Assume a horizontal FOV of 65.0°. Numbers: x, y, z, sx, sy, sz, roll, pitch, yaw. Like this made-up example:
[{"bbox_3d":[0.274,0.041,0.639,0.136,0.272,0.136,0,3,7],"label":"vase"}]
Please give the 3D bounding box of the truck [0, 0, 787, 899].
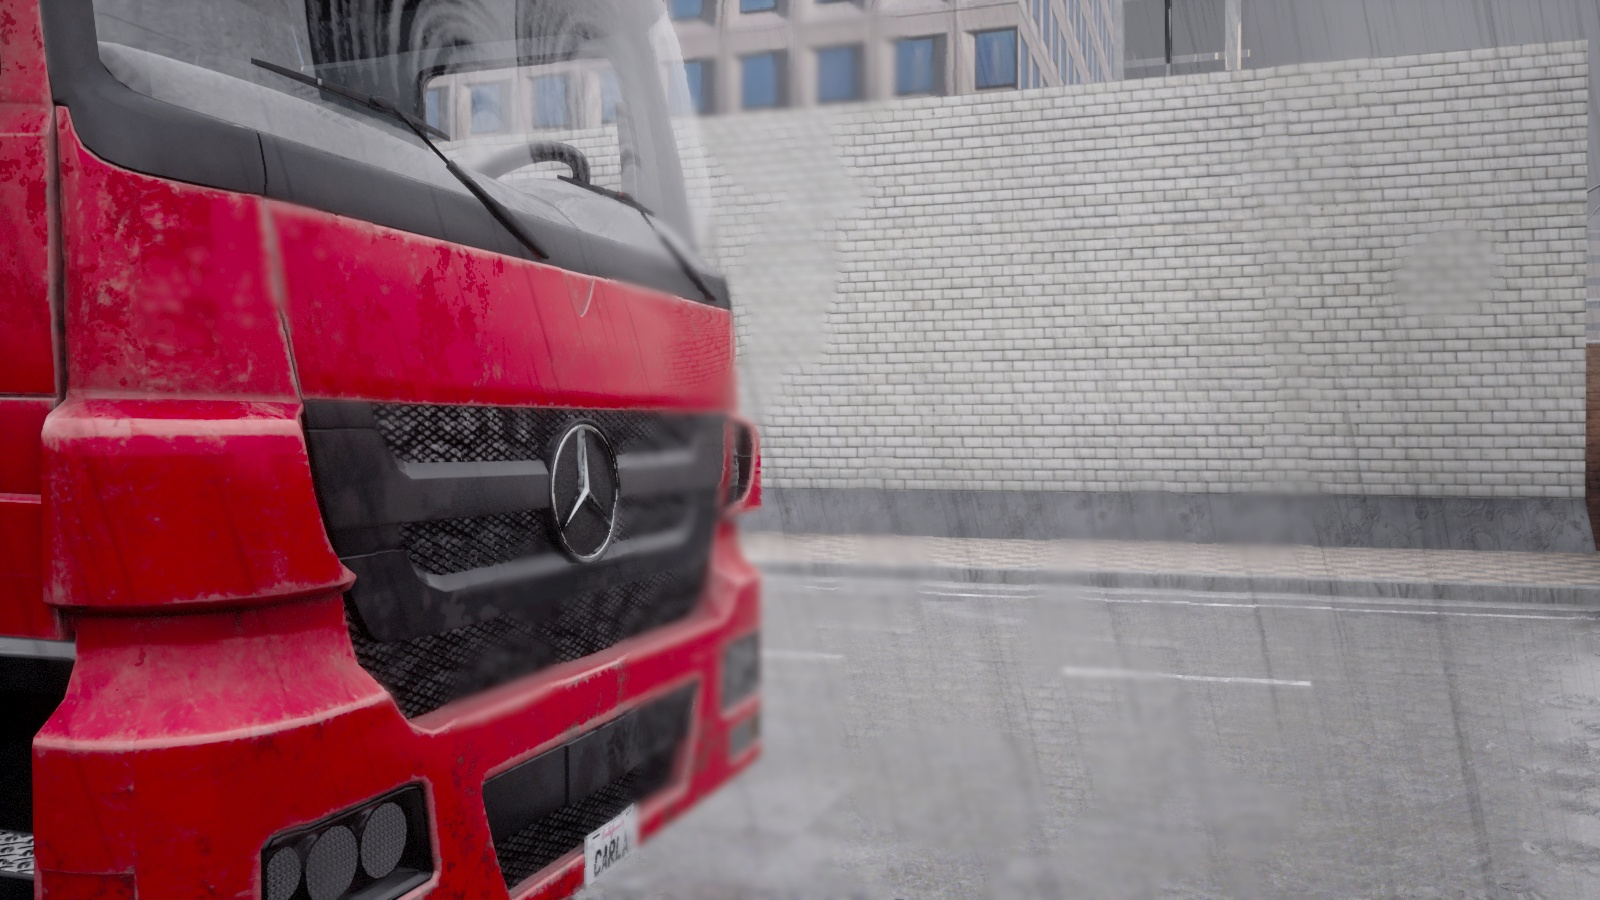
[{"bbox_3d":[-4.275,-0.245,4.614,7.936,3.462,2.891,1,1,19],"label":"truck"}]
